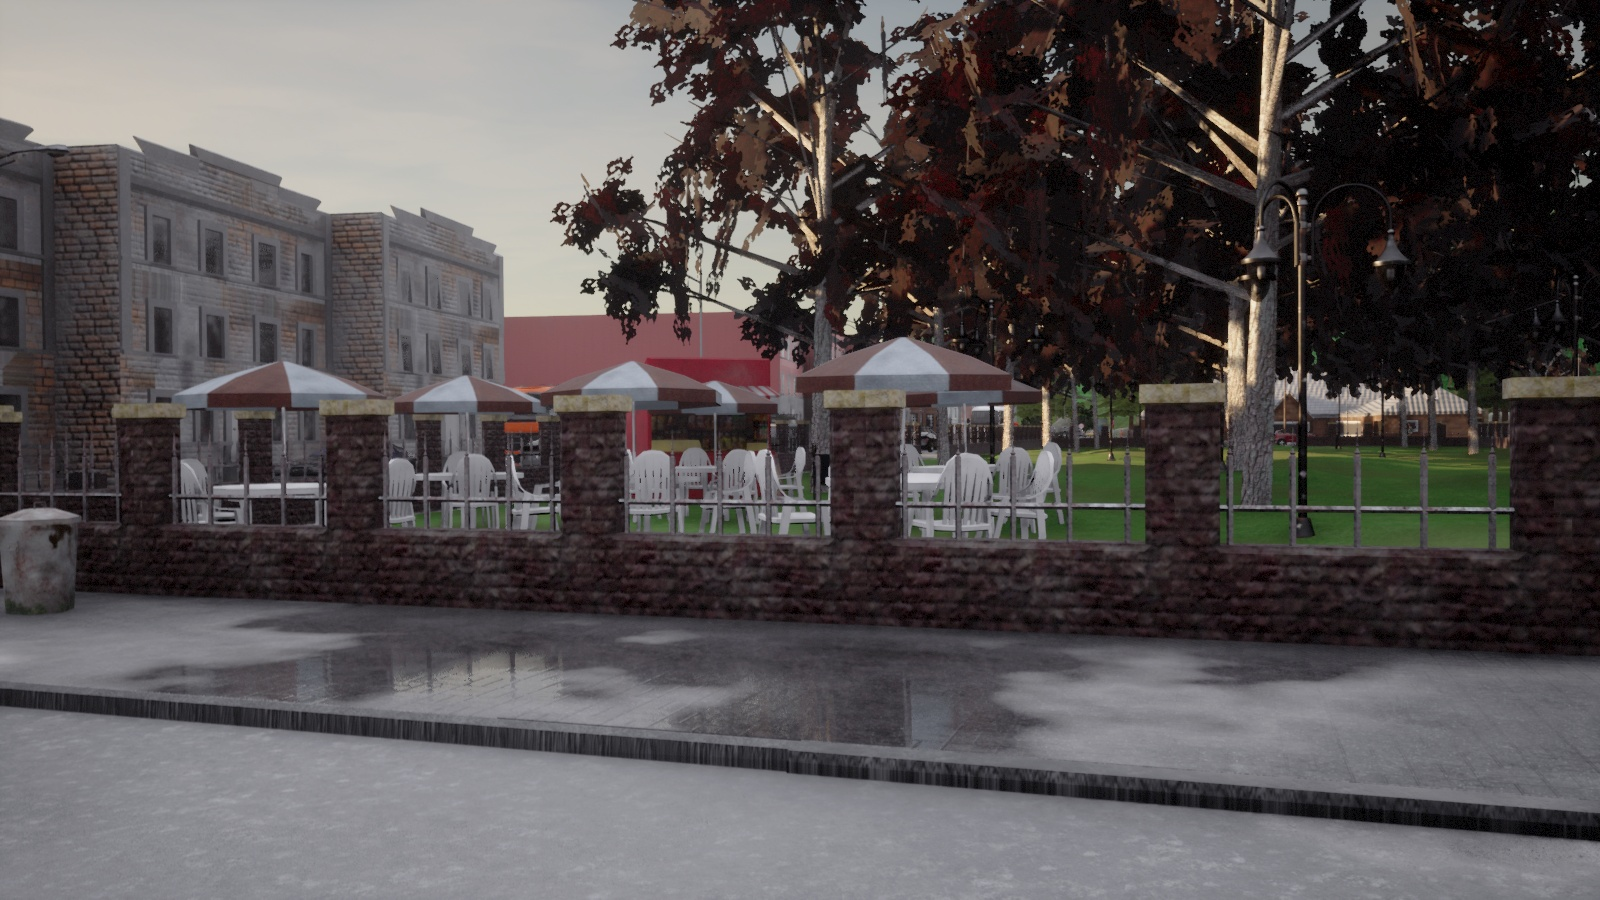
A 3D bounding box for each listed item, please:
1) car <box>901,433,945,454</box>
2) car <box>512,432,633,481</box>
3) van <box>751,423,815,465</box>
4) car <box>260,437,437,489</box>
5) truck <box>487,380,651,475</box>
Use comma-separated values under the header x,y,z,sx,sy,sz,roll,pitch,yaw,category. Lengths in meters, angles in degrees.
x,y,z,sx,sy,sz,roll,pitch,yaw,category
8.856,-0.499,90.160,2.163,1.488,4.792,0,1,19,car
-7.466,0.163,41.688,2.007,1.525,4.514,0,1,19,car
-0.791,-0.324,61.554,1.775,1.987,4.442,0,1,19,van
-13.201,0.331,37.177,2.033,1.411,5.357,0,1,19,car
-8.952,-0.885,49.817,2.891,3.462,7.936,0,1,19,truck
